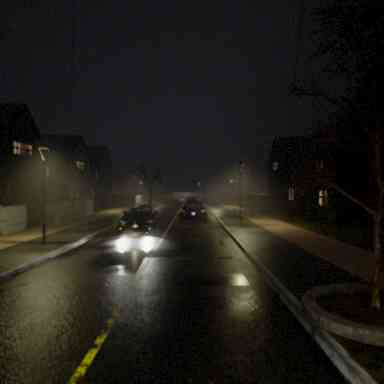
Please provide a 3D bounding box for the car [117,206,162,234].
[{"bbox_3d":[-2.762,1.461,18.181,1.994,1.385,4.181,0,0,0],"label":"car"}]

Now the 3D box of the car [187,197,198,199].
[{"bbox_3d":[0.083,1.289,41.665,1.812,1.442,4.674,0,0,0],"label":"car"}]

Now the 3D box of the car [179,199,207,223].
[{"bbox_3d":[0.095,1.424,24.524,1.994,1.385,4.181,0,0,0],"label":"car"}]
